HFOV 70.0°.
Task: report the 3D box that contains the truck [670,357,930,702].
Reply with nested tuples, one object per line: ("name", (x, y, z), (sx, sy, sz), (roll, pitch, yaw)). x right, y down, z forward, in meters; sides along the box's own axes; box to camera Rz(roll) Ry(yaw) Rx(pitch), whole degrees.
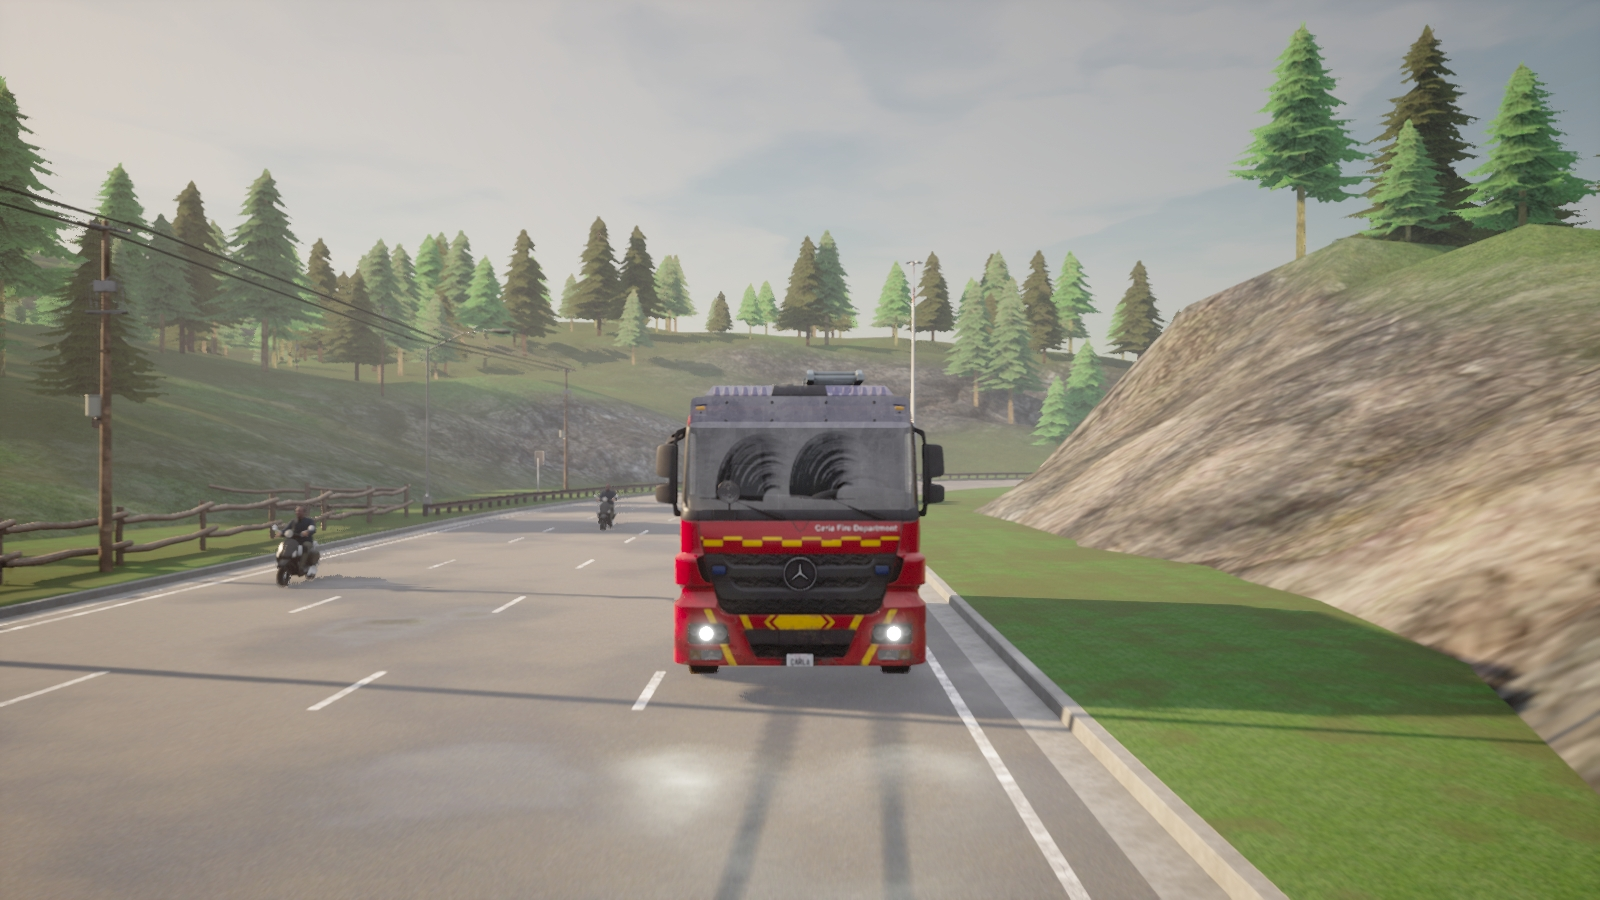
("truck", (-0.003, 0.878, 16.921), (2.891, 3.827, 8.468), (0, 0, 0))

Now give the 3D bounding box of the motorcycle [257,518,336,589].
("motorcycle", (-10.474, 2.125, 23.847), (0.856, 1.316, 1.805), (0, 0, 0))

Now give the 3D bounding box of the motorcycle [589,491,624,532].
("motorcycle", (-6.728, 2.115, 39.852), (0.856, 1.316, 1.805), (0, 0, 2))
